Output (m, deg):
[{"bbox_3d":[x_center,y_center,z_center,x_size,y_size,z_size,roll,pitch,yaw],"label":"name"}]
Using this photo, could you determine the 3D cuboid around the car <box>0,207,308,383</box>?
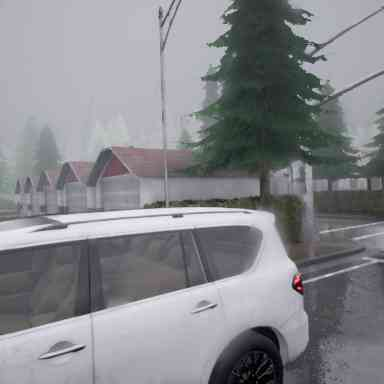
[{"bbox_3d":[-1.321,1.237,3.045,5.566,2.045,2.150,-1,0,-34],"label":"car"}]
